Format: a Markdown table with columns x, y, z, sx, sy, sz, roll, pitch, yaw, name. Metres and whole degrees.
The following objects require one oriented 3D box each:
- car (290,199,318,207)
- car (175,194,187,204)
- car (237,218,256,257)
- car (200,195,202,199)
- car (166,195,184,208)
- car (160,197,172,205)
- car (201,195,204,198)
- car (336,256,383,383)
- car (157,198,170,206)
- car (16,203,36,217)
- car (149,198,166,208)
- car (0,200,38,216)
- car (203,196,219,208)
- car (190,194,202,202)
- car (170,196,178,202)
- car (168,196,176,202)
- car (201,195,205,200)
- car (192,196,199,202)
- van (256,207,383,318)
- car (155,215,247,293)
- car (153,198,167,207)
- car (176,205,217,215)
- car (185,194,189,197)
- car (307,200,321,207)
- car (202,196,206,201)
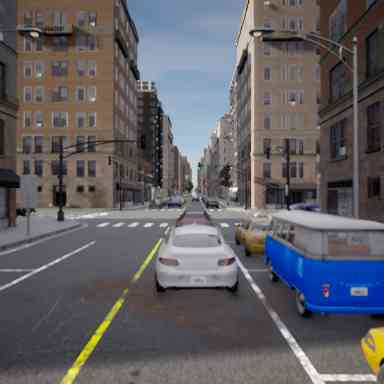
| x | y | z | sx | sy | sz | roll | pitch | yaw | name |
| --- | --- | --- | --- | --- | --- | --- | --- | --- | --- |
| 13.624 | 1.641 | 38.544 | 4.553 | 1.767 | 2.097 | 0 | -1 | 1 | car |
| -2.500 | 1.699 | 61.632 | 1.882 | 1.535 | 5.008 | 0 | 0 | 1 | car |
| 2.699 | 1.574 | 13.034 | 1.752 | 1.417 | 4.829 | 1 | 0 | 0 | car |
| 3.481 | 1.841 | 78.178 | 1.947 | 1.339 | 4.313 | 1 | 0 | 1 | car |
| -2.665 | 1.666 | 51.973 | 1.882 | 1.535 | 5.008 | 0 | 0 | 1 | car |
| -5.204 | 1.785 | 67.233 | 1.887 | 1.381 | 4.507 | 1 | 0 | 1 | car |
| 3.321 | 1.783 | 67.118 | 1.887 | 1.381 | 4.507 | 1 | 0 | 1 | car |
| 2.679 | 1.532 | 1.688 | 1.752 | 1.417 | 4.829 | 1 | 0 | 0 | car |
| -5.285 | 1.772 | 61.704 | 2.008 | 1.369 | 4.403 | 1 | 0 | 1 | car |
| -16.498 | 1.545 | 28.843 | 4.718 | 1.301 | 1.895 | 0 | -1 | 1 | car |
| -5.446 | 1.765 | 50.647 | 1.802 | 1.307 | 4.206 | 1 | 0 | 1 | car |
| -18.038 | 1.524 | 32.111 | 5.357 | 1.411 | 2.033 | 0 | -1 | 0 | car |
| 3.079 | 1.748 | 50.527 | 1.947 | 1.339 | 4.313 | 1 | 0 | 1 | car |
| 0.856 | 1.812 | 81.623 | 1.812 | 1.442 | 4.674 | 0 | 0 | 1 | car |
| -4.883 | 1.879 | 89.348 | 1.947 | 1.339 | 4.313 | 1 | 0 | 1 | car |
| -4.965 | 1.820 | 83.650 | 1.752 | 1.417 | 4.829 | 1 | 0 | 1 | car |
| 3.240 | 1.771 | 61.587 | 2.008 | 1.369 | 4.403 | 1 | 0 | 1 | car |
| 1.003 | 1.860 | 91.764 | 2.033 | 1.411 | 5.357 | 0 | 0 | 1 | car |
| 2.690 | 1.368 | 7.192 | 1.690 | 1.788 | 3.998 | 1 | 0 | 0 | van |
| 0.080 | 1.558 | 8.833 | 1.812 | 1.442 | 4.674 | 0 | 0 | -1 | car |
| -5.365 | 1.768 | 56.176 | 1.947 | 1.339 | 4.313 | 1 | 0 | 1 | car |
| 0.192 | 1.632 | 18.342 | 1.994 | 1.385 | 4.181 | 0 | 0 | 2 | car |
| -2.288 | 1.610 | 71.760 | 2.097 | 1.767 | 4.553 | 0 | 0 | 1 | car |
| 15.496 | 1.806 | 35.276 | 5.357 | 1.411 | 2.033 | 0 | -1 | 0 | car |
| 3.160 | 1.746 | 56.057 | 1.887 | 1.381 | 4.507 | 1 | 0 | 1 | car |
